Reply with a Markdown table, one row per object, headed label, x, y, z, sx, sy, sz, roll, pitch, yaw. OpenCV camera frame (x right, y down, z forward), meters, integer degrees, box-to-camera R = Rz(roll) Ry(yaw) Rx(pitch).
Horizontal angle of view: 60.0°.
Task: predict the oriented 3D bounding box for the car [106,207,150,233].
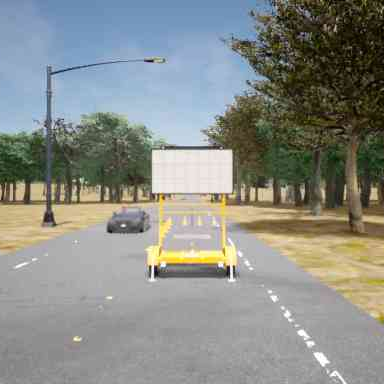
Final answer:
| label | x | y | z | sx | sy | sz | roll | pitch | yaw |
| --- | --- | --- | --- | --- | --- | --- | --- | --- | --- |
| car | -3.602 | 1.574 | 19.441 | 1.994 | 1.385 | 4.181 | 0 | 0 | 0 |

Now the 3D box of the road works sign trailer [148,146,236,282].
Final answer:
| label | x | y | z | sx | sy | sz | roll | pitch | yaw |
| --- | --- | --- | --- | --- | --- | --- | --- | --- | --- |
| road works sign trailer | 0.007 | 0.467 | 9.769 | 2.380 | 3.560 | 2.880 | 0 | 0 | 0 |
